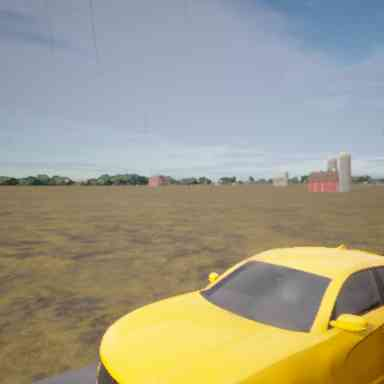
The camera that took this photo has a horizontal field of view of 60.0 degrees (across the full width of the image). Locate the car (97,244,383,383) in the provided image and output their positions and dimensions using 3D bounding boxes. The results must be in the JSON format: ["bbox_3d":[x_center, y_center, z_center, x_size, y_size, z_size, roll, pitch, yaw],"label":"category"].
[{"bbox_3d":[1.391,1.478,4.064,5.008,1.535,1.882,0,0,-36],"label":"car"}]
